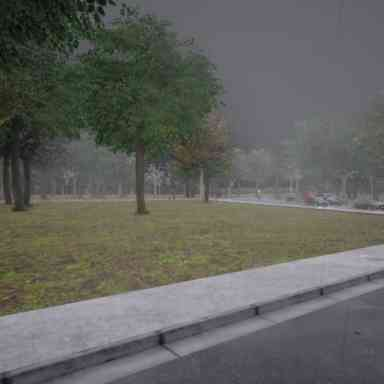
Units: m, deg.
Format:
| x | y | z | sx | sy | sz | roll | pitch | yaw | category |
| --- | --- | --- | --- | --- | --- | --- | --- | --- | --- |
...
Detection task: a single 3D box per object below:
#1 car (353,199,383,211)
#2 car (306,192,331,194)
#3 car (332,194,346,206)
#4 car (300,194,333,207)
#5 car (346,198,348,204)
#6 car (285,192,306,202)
| x | y | z | sx | sy | sz | roll | pitch | yaw | category |
| --- | --- | --- | --- | --- | --- | --- | --- | --- | --- |
| 21.699 | 1.574 | 40.573 | 1.994 | 1.385 | 4.181 | 0 | 0 | -12 | car |
| 24.008 | 1.271 | 61.457 | 2.150 | 2.045 | 5.566 | 0 | 0 | -11 | car |
| 22.148 | 1.512 | 54.023 | 1.882 | 1.535 | 5.008 | 0 | 0 | -12 | car |
| 19.298 | 1.525 | 51.782 | 1.837 | 1.490 | 4.892 | 0 | 0 | -12 | car |
| 27.145 | 1.553 | 62.310 | 2.128 | 1.511 | 4.902 | 0 | 0 | -12 | car |
| 21.794 | 1.404 | 71.510 | 2.128 | 1.511 | 4.902 | 0 | 0 | -12 | car |
